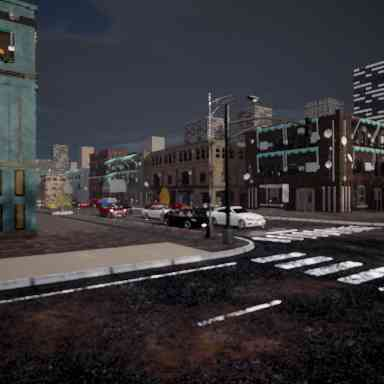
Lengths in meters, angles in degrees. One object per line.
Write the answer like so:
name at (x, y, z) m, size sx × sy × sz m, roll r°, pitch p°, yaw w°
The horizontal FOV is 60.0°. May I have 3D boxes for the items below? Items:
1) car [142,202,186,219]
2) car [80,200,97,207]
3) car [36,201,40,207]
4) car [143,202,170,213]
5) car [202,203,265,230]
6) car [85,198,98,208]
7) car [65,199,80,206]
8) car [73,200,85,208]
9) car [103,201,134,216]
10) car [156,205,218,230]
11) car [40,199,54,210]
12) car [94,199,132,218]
car at (-2.927, 1.959, 31.924) m, size 1.895 × 1.301 × 4.718 m, roll -1°, pitch 0°, yaw -36°
car at (-20.930, 2.289, 67.042) m, size 1.887 × 1.381 × 4.507 m, roll -1°, pitch 0°, yaw -36°
car at (-30.966, 2.415, 66.670) m, size 2.008 × 1.369 × 4.403 m, roll -1°, pitch 0°, yaw -36°
car at (-4.832, 2.027, 44.530) m, size 1.802 × 1.307 × 4.206 m, roll -1°, pitch 0°, yaw -36°
car at (3.034, 1.766, 23.639) m, size 1.812 × 1.442 × 4.674 m, roll -1°, pitch 0°, yaw -37°
car at (-17.716, 2.001, 62.540) m, size 2.192 × 1.841 × 5.009 m, roll -1°, pitch 0°, yaw -36°
car at (-27.369, 2.426, 76.048) m, size 1.947 × 1.339 × 4.313 m, roll -1°, pitch 0°, yaw -36°
car at (-20.653, 2.285, 62.215) m, size 1.994 × 1.385 × 4.181 m, roll -1°, pitch 0°, yaw -36°
car at (-9.014, 1.955, 40.452) m, size 1.882 × 1.535 × 5.008 m, roll -1°, pitch 0°, yaw -35°
car at (-0.457, 1.852, 23.793) m, size 1.947 × 1.339 × 4.313 m, roll -1°, pitch 0°, yaw -36°
car at (-24.428, 2.271, 57.526) m, size 1.752 × 1.417 × 4.829 m, roll -1°, pitch 0°, yaw -36°
car at (-8.432, 1.884, 35.151) m, size 1.967 × 1.590 × 4.097 m, roll -1°, pitch 0°, yaw -36°
